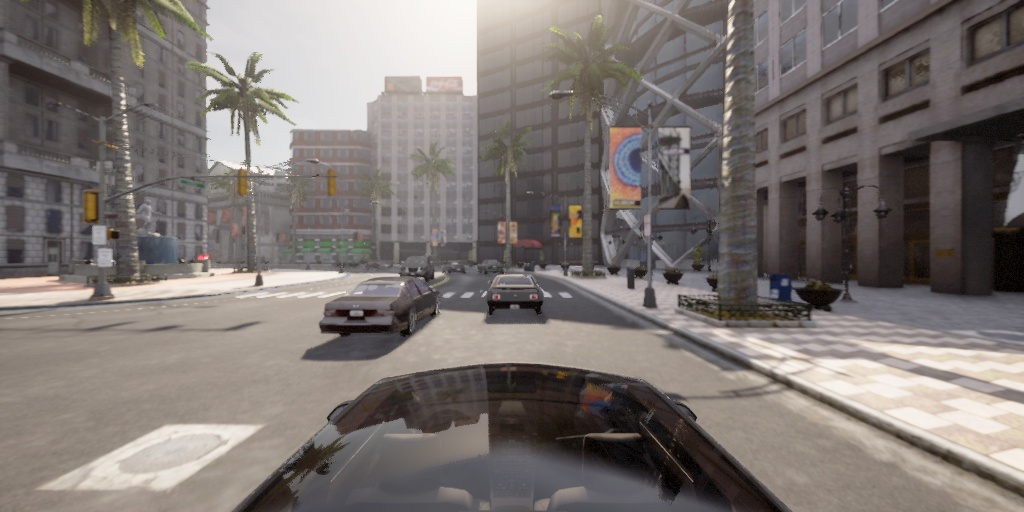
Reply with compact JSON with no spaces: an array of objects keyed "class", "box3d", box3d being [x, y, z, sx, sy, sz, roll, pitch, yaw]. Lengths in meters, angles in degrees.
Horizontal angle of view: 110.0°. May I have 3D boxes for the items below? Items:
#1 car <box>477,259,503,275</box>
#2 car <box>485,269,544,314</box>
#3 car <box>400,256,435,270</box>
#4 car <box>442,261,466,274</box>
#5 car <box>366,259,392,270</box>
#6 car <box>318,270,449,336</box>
[{"class":"car","box3d":[-2.472,1.111,39.324,2.097,1.767,4.553,0,0,-18]},{"class":"car","box3d":[0.097,1.354,13.814,1.895,1.301,4.718,0,0,0]},{"class":"car","box3d":[-7.475,0.978,28.732,2.150,2.045,5.566,0,0,-6]},{"class":"car","box3d":[-6.596,1.285,40.529,1.812,1.442,4.674,0,0,-22]},{"class":"car","box3d":[-19.325,1.253,51.819,4.902,1.511,2.128,0,0,41]},{"class":"car","box3d":[-3.402,1.299,10.362,2.033,1.411,5.357,0,0,0]}]
